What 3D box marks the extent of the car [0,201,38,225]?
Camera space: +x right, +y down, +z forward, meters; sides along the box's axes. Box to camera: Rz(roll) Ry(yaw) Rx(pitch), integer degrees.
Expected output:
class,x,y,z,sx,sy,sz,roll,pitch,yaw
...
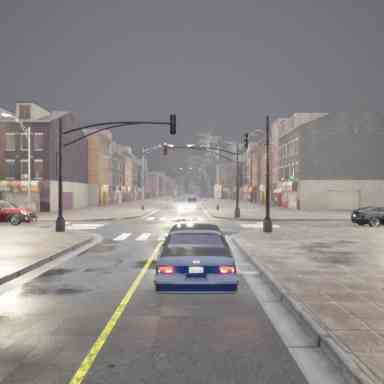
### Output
class,x,y,z,sx,sy,sz,roll,pitch,yaw
car,-13.466,1.397,23.641,4.553,1.767,2.097,0,0,-1

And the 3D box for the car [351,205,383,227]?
class,x,y,z,sx,sy,sz,roll,pitch,yaw
car,12.356,1.522,21.035,4.313,1.339,1.947,0,0,0

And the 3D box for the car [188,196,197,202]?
class,x,y,z,sx,sy,sz,roll,pitch,yaw
car,0.019,1.550,75.854,1.882,1.535,5.008,0,0,0

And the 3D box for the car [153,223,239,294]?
class,x,y,z,sx,sy,sz,roll,pitch,yaw
car,0.082,1.549,8.920,2.033,1.411,5.357,0,0,0
